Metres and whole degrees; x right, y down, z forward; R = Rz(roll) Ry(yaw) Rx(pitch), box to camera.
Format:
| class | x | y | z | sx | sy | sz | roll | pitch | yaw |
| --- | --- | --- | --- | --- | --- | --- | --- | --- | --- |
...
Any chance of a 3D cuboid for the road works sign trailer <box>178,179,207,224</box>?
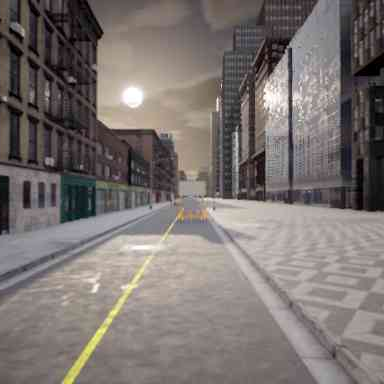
| class | x | y | z | sx | sy | sz | roll | pitch | yaw |
| --- | --- | --- | --- | --- | --- | --- | --- | --- | --- |
| road works sign trailer | 0.007 | 0.743 | 27.723 | 2.380 | 3.560 | 2.880 | 0 | -1 | 0 |

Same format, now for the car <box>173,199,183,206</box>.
| class | x | y | z | sx | sy | sz | roll | pitch | yaw |
| --- | --- | --- | --- | --- | --- | --- | --- | --- | --- |
| car | -2.981 | 2.303 | 71.758 | 1.812 | 1.442 | 4.674 | 0 | -1 | 0 |
